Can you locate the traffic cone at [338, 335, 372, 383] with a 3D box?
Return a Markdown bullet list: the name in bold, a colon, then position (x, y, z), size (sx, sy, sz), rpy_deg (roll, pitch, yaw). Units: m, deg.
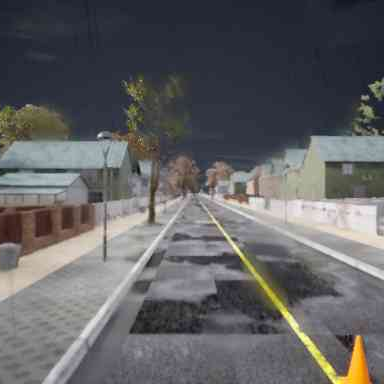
- **traffic cone**: position (1.942, 1.968, 3.882), size (0.340, 0.580, 0.340), rpy_deg (0, 0, 0)
